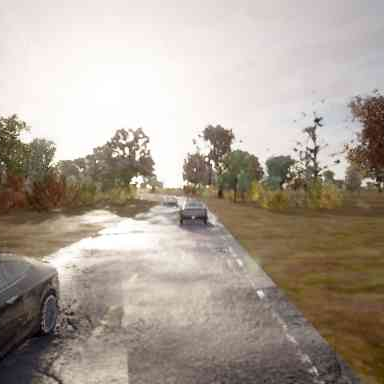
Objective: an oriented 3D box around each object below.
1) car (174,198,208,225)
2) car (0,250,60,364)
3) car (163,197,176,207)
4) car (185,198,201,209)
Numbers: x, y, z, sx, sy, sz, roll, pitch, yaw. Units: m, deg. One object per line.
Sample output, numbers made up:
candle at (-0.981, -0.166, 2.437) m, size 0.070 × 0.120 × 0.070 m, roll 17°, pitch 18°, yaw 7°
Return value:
car at (0.089, 1.392, 23.441) m, size 2.128 × 1.511 × 4.902 m, roll 0°, pitch 0°, yaw 0°
car at (-3.102, 1.509, 3.871) m, size 1.812 × 1.442 × 4.674 m, roll 0°, pitch 0°, yaw 0°
car at (-3.021, 1.398, 47.293) m, size 1.994 × 1.385 × 4.181 m, roll 0°, pitch 0°, yaw 0°
car at (0.081, 1.414, 41.979) m, size 1.895 × 1.301 × 4.718 m, roll 0°, pitch 0°, yaw 0°
